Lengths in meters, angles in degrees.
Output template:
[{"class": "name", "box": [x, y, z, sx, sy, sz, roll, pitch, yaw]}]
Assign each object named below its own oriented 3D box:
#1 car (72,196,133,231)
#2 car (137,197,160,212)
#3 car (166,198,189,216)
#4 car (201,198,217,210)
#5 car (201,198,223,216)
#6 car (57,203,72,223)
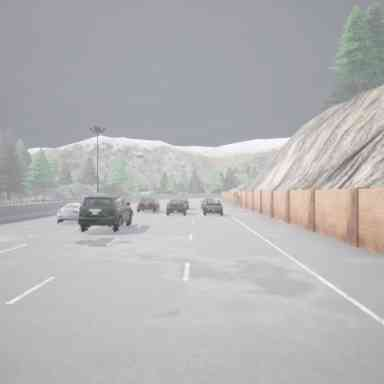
[{"class": "car", "box": [-5.153, 1.223, 20.490, 2.150, 2.045, 5.566, 0, 0, 1]}, {"class": "car", "box": [-4.915, 1.352, 38.182, 2.097, 1.767, 4.553, 0, 0, 1]}, {"class": "car", "box": [-1.486, 1.505, 32.975, 1.837, 1.490, 4.892, 0, 0, 0]}, {"class": "car", "box": [2.148, 1.525, 43.246, 1.812, 1.442, 4.674, 0, 0, 1]}, {"class": "car", "box": [2.013, 1.491, 32.796, 2.128, 1.511, 4.902, 0, 0, 1]}, {"class": "car", "box": [-8.589, 1.525, 25.071, 1.812, 1.442, 4.674, 0, 0, 1]}]
